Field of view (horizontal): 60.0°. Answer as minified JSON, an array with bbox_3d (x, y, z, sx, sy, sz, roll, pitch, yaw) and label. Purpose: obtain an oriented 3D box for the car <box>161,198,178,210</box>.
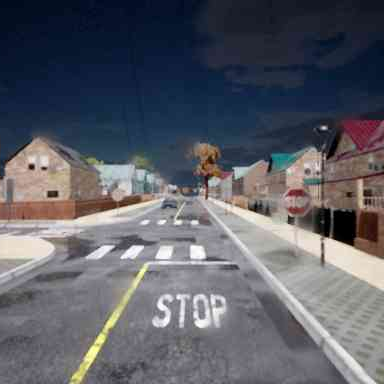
[{"bbox_3d":[-2.749,1.422,41.572,2.033,1.411,5.357,0,0,0],"label":"car"}]
